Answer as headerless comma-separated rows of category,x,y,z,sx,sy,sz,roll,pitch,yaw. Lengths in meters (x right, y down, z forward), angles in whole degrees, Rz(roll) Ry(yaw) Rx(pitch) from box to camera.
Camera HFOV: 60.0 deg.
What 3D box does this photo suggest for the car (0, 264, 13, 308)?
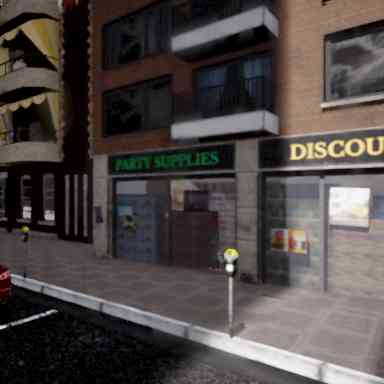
car,-5.126,1.595,6.532,4.206,1.307,1.802,0,0,36
